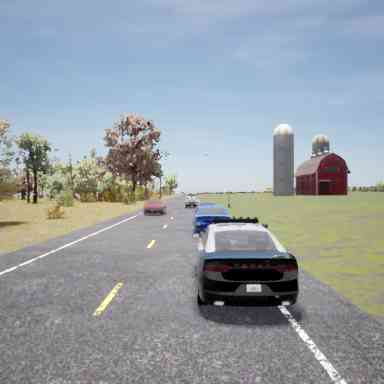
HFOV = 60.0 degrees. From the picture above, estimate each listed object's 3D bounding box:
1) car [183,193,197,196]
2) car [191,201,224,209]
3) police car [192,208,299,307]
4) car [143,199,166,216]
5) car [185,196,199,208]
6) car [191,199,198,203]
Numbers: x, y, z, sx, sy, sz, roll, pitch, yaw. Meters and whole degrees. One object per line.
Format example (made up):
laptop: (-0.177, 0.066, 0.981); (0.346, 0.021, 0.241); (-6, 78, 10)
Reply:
car: (-0.011, 1.202, 59.451); (2.150, 2.045, 5.566); (0, 0, 0)
car: (1.046, 1.478, 18.107); (1.882, 1.535, 5.008); (0, 0, 0)
police car: (1.048, 1.426, 8.217); (1.930, 1.638, 5.238); (0, 0, 0)
car: (-3.607, 1.472, 32.801); (1.882, 1.535, 5.008); (0, 0, 0)
car: (0.011, 1.589, 47.509); (1.895, 1.301, 4.718); (0, 0, 1)
car: (1.044, 1.504, 24.108); (1.837, 1.490, 4.892); (0, 0, 0)
